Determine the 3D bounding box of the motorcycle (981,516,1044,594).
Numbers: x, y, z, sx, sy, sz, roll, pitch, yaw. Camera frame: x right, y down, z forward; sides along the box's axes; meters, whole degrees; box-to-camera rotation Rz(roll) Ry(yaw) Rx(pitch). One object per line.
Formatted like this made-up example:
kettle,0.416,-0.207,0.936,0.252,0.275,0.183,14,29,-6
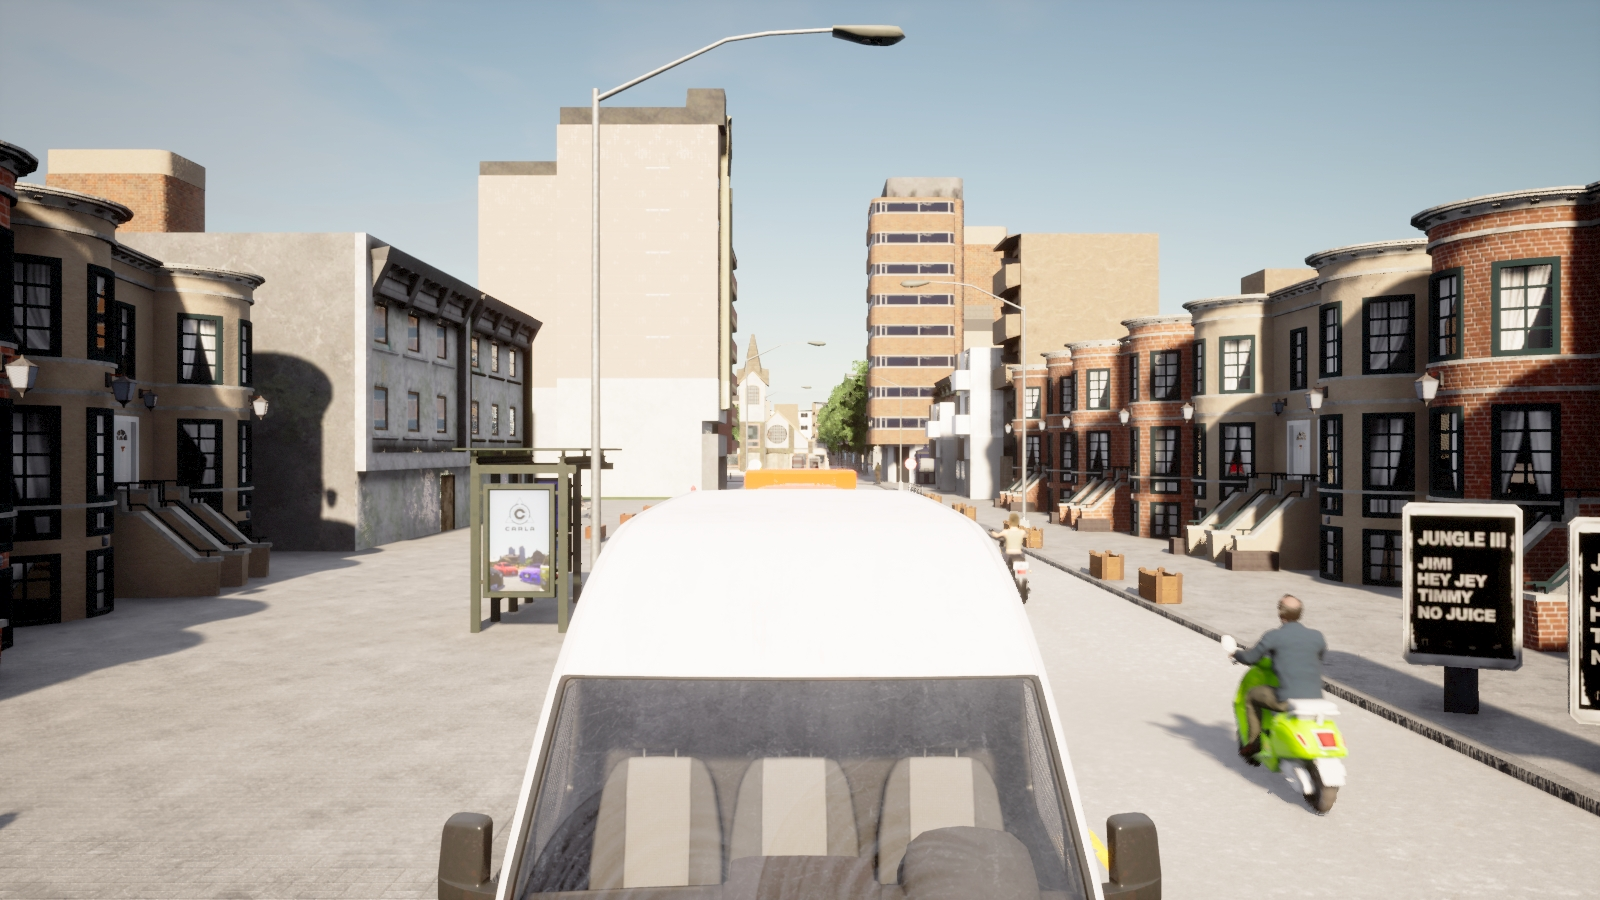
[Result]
motorcycle,4.005,1.958,21.745,0.764,1.277,2.356,0,0,0

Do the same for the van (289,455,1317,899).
van,0.007,1.317,5.167,1.988,2.561,5.915,0,0,0

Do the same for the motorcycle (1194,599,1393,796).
motorcycle,4.002,1.966,9.449,0.856,1.236,1.805,0,0,0
